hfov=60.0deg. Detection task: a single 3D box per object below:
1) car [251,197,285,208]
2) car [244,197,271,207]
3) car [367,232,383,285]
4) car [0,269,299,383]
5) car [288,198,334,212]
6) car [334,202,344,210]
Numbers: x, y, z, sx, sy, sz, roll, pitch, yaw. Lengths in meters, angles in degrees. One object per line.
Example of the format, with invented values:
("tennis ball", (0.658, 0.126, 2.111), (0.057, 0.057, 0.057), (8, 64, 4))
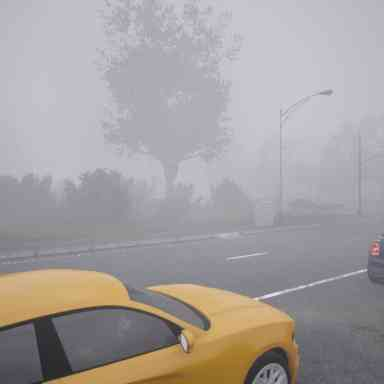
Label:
("car", (11.230, 1.478, 49.661), (2.128, 1.511, 4.902), (0, 0, -32))
("car", (8.459, 1.590, 47.508), (1.895, 1.301, 4.718), (0, 0, -32))
("car", (6.398, 1.352, 8.282), (4.553, 1.767, 2.097), (0, 0, -35))
("car", (-1.124, 1.478, 2.946), (5.008, 1.535, 1.882), (0, 0, -35))
("car", (13.679, 1.476, 39.236), (1.882, 1.535, 5.008), (0, 0, -32))
("car", (16.413, 1.476, 41.460), (1.882, 1.535, 5.008), (0, 0, -31))
